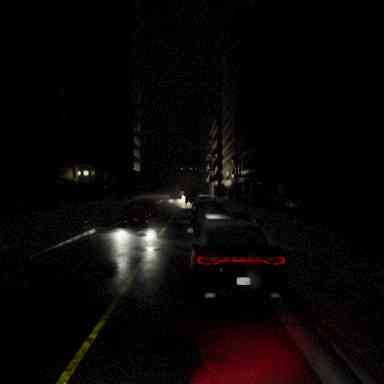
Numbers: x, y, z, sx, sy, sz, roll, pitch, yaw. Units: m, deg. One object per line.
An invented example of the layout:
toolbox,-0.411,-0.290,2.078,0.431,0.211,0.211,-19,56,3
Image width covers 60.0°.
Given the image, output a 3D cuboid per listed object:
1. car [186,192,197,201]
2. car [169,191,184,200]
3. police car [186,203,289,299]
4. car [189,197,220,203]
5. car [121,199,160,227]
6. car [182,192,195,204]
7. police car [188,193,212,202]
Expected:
car,-0.019,0.761,59.835,1.882,1.535,5.008,0,1,0
car,-3.064,0.611,62.372,2.097,1.767,4.553,0,1,0
police car,0.897,1.315,8.365,1.930,1.638,5.238,0,1,0
car,0.895,1.270,18.256,1.837,1.490,4.892,0,1,0
car,-3.107,1.211,20.751,1.882,1.535,5.008,0,1,0
car,-0.003,0.932,46.234,1.837,1.490,4.892,0,0,0
police car,0.892,1.115,24.365,1.930,1.638,5.238,0,1,0
